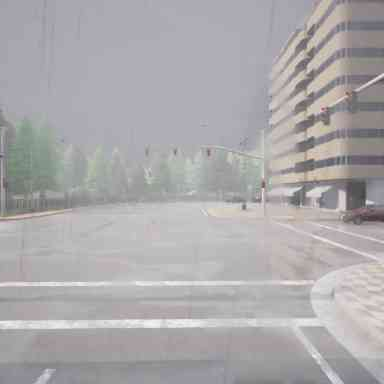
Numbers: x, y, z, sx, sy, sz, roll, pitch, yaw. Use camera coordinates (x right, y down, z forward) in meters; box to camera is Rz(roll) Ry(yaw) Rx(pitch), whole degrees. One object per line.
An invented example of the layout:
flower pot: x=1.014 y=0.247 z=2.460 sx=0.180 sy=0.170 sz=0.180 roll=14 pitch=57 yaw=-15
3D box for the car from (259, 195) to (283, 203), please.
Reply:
car: x=17.537 y=1.525 z=73.805 sx=4.902 sy=1.511 sz=2.128 roll=0 pitch=0 yaw=-23

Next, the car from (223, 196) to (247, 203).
car: x=8.874 y=1.547 z=68.199 sx=5.357 sy=1.411 sz=2.033 roll=0 pitch=0 yaw=-38

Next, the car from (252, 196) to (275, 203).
car: x=14.187 y=1.525 z=67.903 sx=4.674 sy=1.442 sz=1.812 roll=0 pitch=0 yaw=-34

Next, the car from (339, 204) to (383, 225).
car: x=13.161 y=1.581 z=24.155 sx=4.674 sy=1.442 sz=1.812 roll=0 pitch=0 yaw=-1
